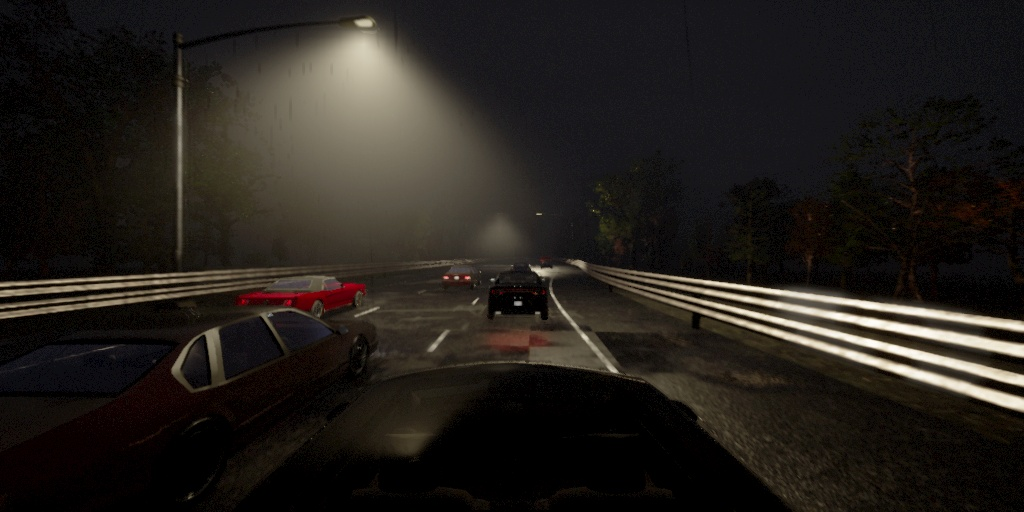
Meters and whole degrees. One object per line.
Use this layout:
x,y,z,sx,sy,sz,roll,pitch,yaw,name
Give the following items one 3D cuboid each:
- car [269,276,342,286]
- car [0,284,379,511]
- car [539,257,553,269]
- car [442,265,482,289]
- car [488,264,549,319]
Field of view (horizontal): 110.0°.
-6.802,1.341,12.288,1.895,1.301,4.718,0,0,1,car
-3.385,1.294,4.194,2.033,1.411,5.357,0,0,0,car
5.324,1.296,55.101,2.033,1.411,5.357,0,0,5,car
-3.074,1.286,22.859,2.033,1.411,5.357,0,0,2,car
0.213,1.222,12.866,1.882,1.535,5.008,0,0,1,car
